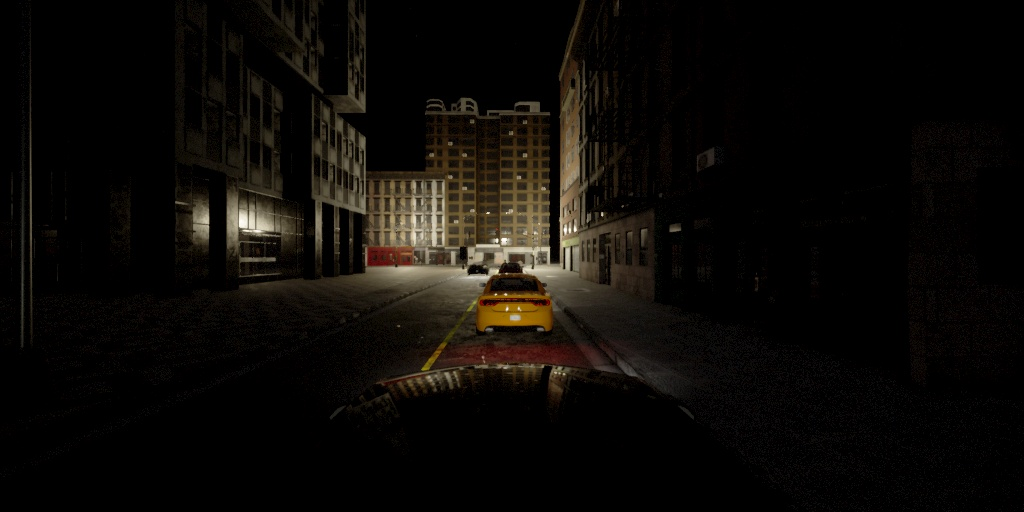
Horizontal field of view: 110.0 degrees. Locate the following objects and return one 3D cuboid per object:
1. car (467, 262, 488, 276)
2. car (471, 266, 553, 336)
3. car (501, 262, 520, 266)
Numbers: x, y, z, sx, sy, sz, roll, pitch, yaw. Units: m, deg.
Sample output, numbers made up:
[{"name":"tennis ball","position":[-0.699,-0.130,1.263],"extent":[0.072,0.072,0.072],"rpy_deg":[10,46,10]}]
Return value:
[{"name":"car","position":[-3.352,1.289,36.241],"extent":[1.994,1.385,4.181],"rpy_deg":[0,0,0]},{"name":"car","position":[0.041,1.226,10.478],"extent":[1.882,1.535,5.008],"rpy_deg":[0,0,-1]},{"name":"car","position":[-0.096,1.213,28.315],"extent":[1.882,1.535,5.008],"rpy_deg":[0,0,0]}]
